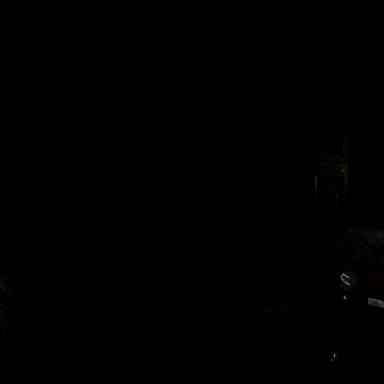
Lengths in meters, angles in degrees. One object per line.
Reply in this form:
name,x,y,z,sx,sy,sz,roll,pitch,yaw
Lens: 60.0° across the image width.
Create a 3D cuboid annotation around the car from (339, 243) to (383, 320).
car,5.010,1.531,6.831,5.008,1.535,1.882,0,0,-36
